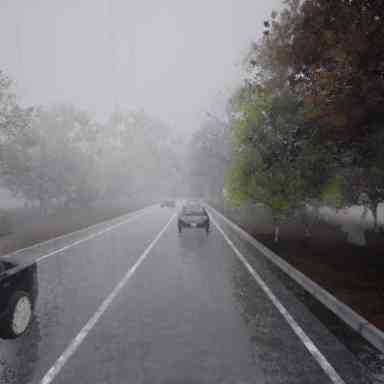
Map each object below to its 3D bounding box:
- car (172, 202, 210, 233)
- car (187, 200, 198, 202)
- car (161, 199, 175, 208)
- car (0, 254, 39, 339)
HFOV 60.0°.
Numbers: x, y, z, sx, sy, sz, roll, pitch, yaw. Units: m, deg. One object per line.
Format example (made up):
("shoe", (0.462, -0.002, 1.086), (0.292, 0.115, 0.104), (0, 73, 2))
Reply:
("car", (0.096, 1.584, 20.605), (2.128, 1.511, 4.902), (0, 0, 0))
("car", (0.094, 1.653, 41.176), (2.033, 1.411, 5.357), (0, 0, 0))
("car", (-3.506, 1.667, 49.306), (1.994, 1.385, 4.181), (0, 0, 0))
("car", (-3.601, 1.498, 3.784), (1.882, 1.535, 5.008), (0, 0, 0))
